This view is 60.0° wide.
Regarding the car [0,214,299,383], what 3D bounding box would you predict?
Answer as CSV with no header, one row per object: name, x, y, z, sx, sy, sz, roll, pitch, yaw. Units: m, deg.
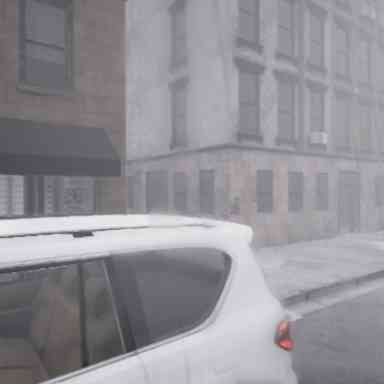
car,-1.800,1.221,1.784,5.566,2.045,2.150,0,0,-35
